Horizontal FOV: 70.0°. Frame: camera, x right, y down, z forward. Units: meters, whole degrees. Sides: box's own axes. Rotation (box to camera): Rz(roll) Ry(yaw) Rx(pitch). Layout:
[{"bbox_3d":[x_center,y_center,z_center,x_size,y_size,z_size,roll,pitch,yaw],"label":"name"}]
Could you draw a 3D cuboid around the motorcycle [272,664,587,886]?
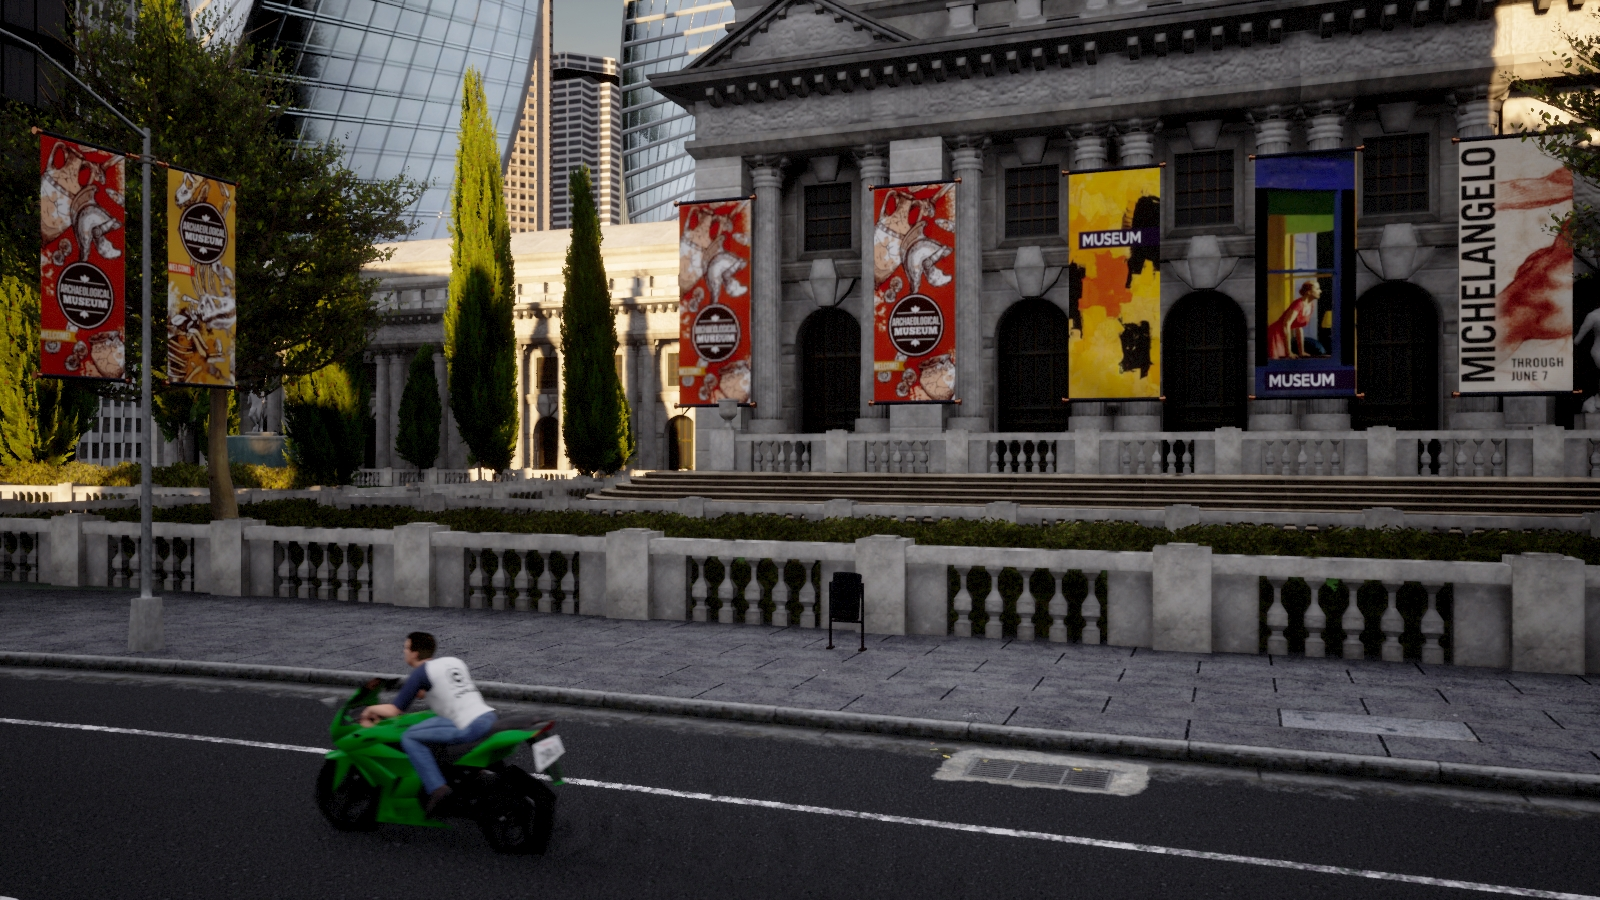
[{"bbox_3d":[-2.597,2.213,8.020,2.033,1.145,0.803,0,0,20],"label":"motorcycle"}]
